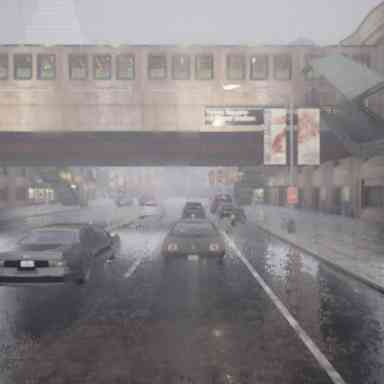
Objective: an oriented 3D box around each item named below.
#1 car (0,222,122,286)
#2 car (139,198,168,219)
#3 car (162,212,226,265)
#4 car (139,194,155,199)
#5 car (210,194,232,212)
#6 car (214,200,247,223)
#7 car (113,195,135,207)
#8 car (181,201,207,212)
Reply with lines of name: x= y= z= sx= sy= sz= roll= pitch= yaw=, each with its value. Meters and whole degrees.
car: x=-3.455 y=1.563 z=9.525 sx=2.033 sy=1.411 sz=5.357 roll=0 pitch=0 yaw=1
car: x=-3.346 y=1.570 z=29.226 sx=1.812 sy=1.442 sz=4.674 roll=0 pitch=0 yaw=1
car: x=0.061 y=1.619 z=11.820 sx=1.895 sy=1.301 sz=4.718 roll=0 pitch=0 yaw=0
car: x=-6.947 y=1.303 z=52.313 sx=2.150 sy=2.045 sz=5.566 roll=0 pitch=0 yaw=0
car: x=3.179 y=1.284 z=36.266 sx=2.435 sy=2.045 sz=5.566 roll=0 pitch=0 yaw=0
car: x=3.225 y=1.639 z=28.869 sx=1.895 sy=1.301 sz=4.718 roll=0 pitch=0 yaw=0
car: x=-10.446 y=1.572 z=52.348 sx=2.128 sy=1.511 sz=4.902 roll=0 pitch=0 yaw=0
car: x=0.145 y=1.550 z=28.345 sx=1.837 sy=1.490 sz=4.892 roll=0 pitch=0 yaw=1
